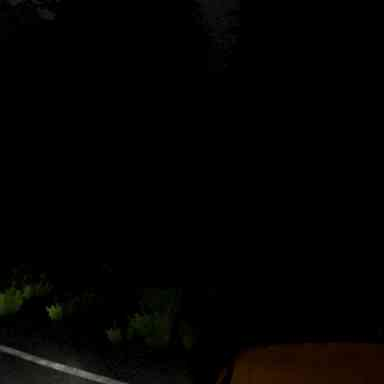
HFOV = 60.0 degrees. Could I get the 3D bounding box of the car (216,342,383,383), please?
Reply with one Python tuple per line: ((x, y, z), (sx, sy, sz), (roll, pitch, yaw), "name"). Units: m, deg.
((2.770, 1.696, 2.396), (5.366, 1.575, 1.801), (2, -3, 13), "car")
